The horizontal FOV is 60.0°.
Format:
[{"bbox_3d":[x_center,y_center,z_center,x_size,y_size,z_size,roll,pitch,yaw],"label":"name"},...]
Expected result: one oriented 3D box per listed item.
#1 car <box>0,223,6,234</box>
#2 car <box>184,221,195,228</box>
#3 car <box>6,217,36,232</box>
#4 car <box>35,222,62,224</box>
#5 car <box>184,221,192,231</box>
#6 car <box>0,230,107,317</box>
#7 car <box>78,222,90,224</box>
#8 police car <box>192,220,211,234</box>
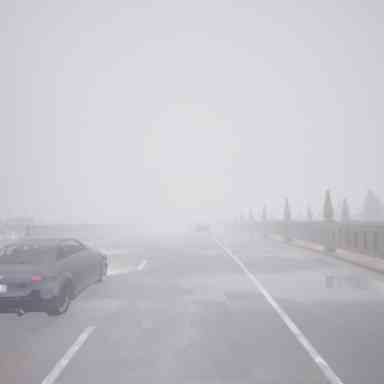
[{"bbox_3d":[-6.899,1.657,7.821,2.128,1.511,4.902,0,-2,0],"label":"car"},{"bbox_3d":[-0.536,7.178,72.888,1.837,1.490,4.892,1,-5,-8],"label":"car"},{"bbox_3d":[-21.072,4.054,40.589,2.150,2.045,5.566,0,-5,0],"label":"car"},{"bbox_3d":[-17.572,4.497,42.074,1.812,1.442,4.674,0,-5,0],"label":"car"},{"bbox_3d":[0.005,5.968,57.006,1.895,1.301,4.718,0,-5,0],"label":"car"},{"bbox_3d":[-3.399,1.729,7.828,1.994,1.385,4.181,0,-2,0],"label":"car"},{"bbox_3d":[-14.066,4.621,42.998,1.994,1.385,4.181,0,-5,0],"label":"car"},{"bbox_3d":[1.227,4.237,40.371,1.930,1.638,5.238,0,-5,0],"label":"police car"}]
